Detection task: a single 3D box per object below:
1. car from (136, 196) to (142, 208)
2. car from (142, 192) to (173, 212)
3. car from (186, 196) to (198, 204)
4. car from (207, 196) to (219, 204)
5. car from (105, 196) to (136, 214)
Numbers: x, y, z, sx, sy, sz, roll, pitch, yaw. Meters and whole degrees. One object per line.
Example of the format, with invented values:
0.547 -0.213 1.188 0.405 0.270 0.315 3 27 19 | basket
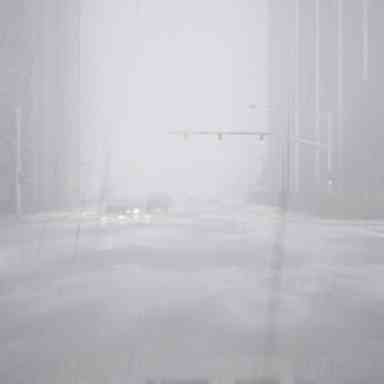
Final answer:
-7.071 1.251 42.159 2.128 1.511 4.902 0 0 0 | car
-3.585 1.017 35.759 2.150 2.045 5.566 0 0 0 | car
0.022 1.276 56.949 1.895 1.301 4.718 0 0 0 | car
3.522 1.279 56.408 1.895 1.301 4.718 0 0 0 | car
-7.086 1.291 32.672 1.882 1.535 5.008 0 0 0 | car
